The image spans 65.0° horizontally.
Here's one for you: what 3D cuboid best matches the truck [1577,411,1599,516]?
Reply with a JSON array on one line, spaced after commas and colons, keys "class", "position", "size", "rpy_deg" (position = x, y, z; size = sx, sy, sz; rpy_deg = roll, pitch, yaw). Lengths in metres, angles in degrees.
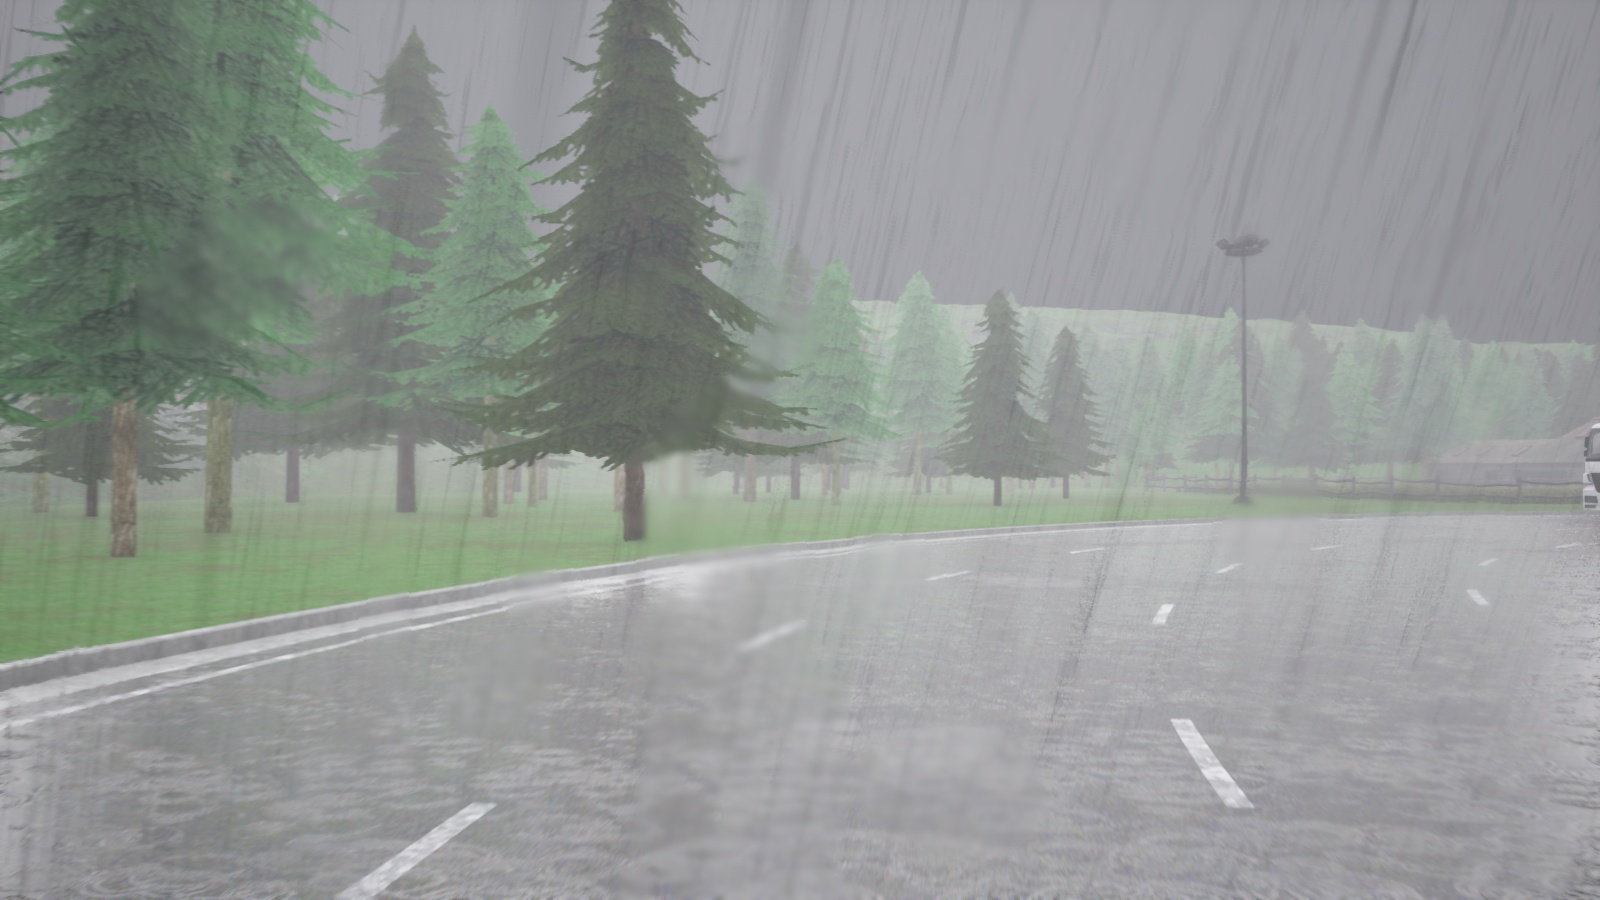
[{"class": "truck", "position": [30.263, 0.448, 42.345], "size": [7.936, 3.462, 2.891], "rpy_deg": [0, -1, -24]}]
